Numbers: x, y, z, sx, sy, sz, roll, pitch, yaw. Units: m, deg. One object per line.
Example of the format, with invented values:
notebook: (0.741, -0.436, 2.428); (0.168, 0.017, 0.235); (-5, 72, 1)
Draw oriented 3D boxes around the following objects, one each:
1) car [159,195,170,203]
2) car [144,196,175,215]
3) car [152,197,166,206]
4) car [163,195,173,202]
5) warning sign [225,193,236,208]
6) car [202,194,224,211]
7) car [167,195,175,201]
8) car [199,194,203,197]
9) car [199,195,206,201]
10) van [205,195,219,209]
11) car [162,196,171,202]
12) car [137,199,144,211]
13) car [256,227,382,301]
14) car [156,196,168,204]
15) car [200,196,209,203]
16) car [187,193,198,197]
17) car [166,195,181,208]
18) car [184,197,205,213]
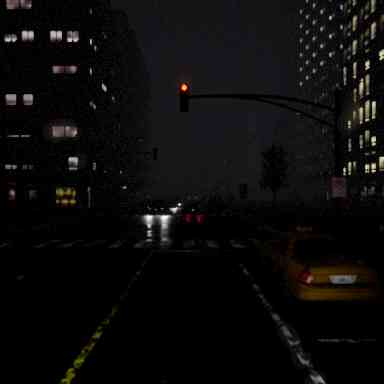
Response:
car: (-5.638, 1.452, 68.115); (1.967, 1.590, 4.097); (0, 0, 0)
car: (-3.305, 1.494, 34.282); (1.837, 1.490, 4.892); (0, 0, 4)
car: (-5.646, 1.551, 57.062); (2.008, 1.369, 4.403); (0, 0, 0)
car: (-5.629, 1.465, 79.168); (1.967, 1.590, 4.097); (0, 0, 0)
warning sign: (5.109, 1.107, 43.730); (1.300, 1.860, 1.060); (0, 0, 0)
car: (2.720, 1.305, 40.475); (2.192, 1.841, 5.009); (0, 0, 0)
car: (-5.619, 1.565, 90.052); (1.752, 1.417, 4.829); (0, 0, 0)
car: (2.737, 1.321, 62.581); (2.192, 1.841, 5.009); (0, 0, 0)
car: (2.761, 1.566, 90.385); (1.752, 1.417, 4.829); (0, 0, 0)
van: (2.724, 1.333, 46.001); (1.690, 1.788, 3.998); (0, 0, 0)
car: (-5.633, 1.600, 73.642); (1.802, 1.307, 4.206); (0, 0, 0)
car: (-5.659, 1.541, 40.482); (2.008, 1.369, 4.403); (0, 0, 0)
car: (2.694, 1.520, 8.232); (1.752, 1.417, 4.829); (0, 0, 0)
car: (-5.642, 1.550, 62.587); (1.887, 1.381, 4.507); (0, 0, 0)
car: (2.747, 1.563, 73.635); (1.887, 1.381, 4.507); (0, 0, 0)
car: (0.057, 1.235, 69.284); (2.150, 2.045, 5.566); (0, 0, 0)
car: (-3.055, 1.557, 48.311); (1.994, 1.385, 4.181); (0, 0, 0)
car: (0.131, 1.590, 36.788); (1.895, 1.301, 4.718); (0, 0, 0)
